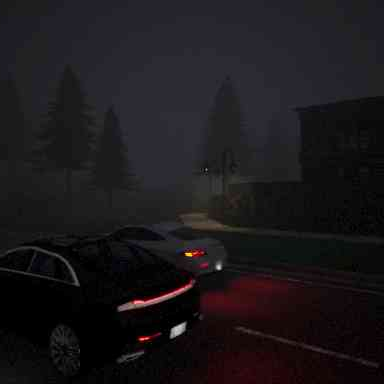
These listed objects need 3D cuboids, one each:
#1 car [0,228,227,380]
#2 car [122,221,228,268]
[{"bbox_3d":[-2.134,1.490,5.511,4.902,1.511,2.128,0,0,36],"label":"car"},{"bbox_3d":[-1.244,1.526,9.175,4.674,1.442,1.812,0,0,36],"label":"car"}]
